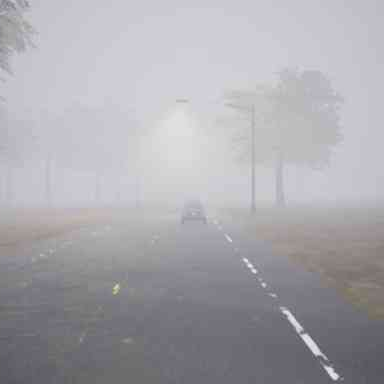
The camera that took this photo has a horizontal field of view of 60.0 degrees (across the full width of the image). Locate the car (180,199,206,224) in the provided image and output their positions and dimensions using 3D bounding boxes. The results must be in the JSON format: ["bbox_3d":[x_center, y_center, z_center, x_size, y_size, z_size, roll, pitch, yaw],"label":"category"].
[{"bbox_3d":[0.105,1.527,24.812,2.033,1.411,5.357,0,0,0],"label":"car"}]
